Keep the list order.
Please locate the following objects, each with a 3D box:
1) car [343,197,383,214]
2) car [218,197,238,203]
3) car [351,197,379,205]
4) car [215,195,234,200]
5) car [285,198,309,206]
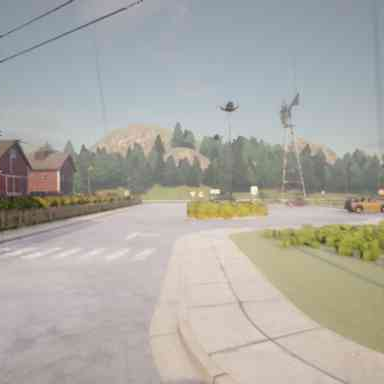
[{"bbox_3d":[19.115,1.390,36.480,4.605,1.855,1.932,-1,0,-1],"label":"car"},{"bbox_3d":[9.388,2.088,87.687,5.008,1.535,1.882,-1,0,0],"label":"car"},{"bbox_3d":[31.366,1.609,60.381,4.193,1.474,1.816,-1,0,-1],"label":"car"},{"bbox_3d":[5.930,1.726,68.239,5.566,2.045,2.150,-1,0,0],"label":"car"},{"bbox_3d":[18.526,1.784,58.950,3.905,1.438,1.784,-1,0,-1],"label":"car"}]
